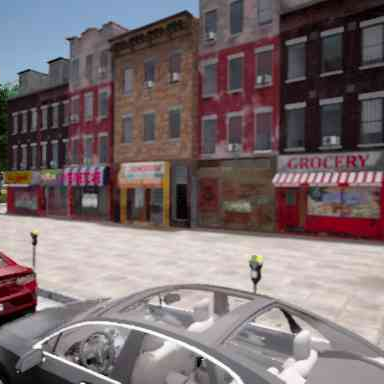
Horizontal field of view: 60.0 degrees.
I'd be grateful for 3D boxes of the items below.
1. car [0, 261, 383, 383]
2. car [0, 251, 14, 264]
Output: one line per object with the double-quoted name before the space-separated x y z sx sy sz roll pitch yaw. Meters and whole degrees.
"car" -0.239 1.554 2.959 4.403 1.369 2.008 0 1 35
"car" -4.650 1.559 6.086 4.507 1.381 1.887 0 1 35
